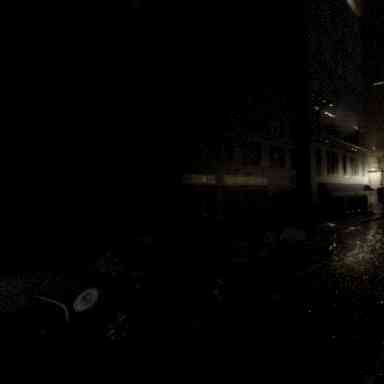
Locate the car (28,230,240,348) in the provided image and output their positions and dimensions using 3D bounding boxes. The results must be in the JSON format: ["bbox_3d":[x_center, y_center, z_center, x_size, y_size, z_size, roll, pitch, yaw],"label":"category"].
[{"bbox_3d":[-1.066,1.678,6.760,1.967,1.590,4.097,-4,-3,40],"label":"car"}]

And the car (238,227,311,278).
[{"bbox_3d":[2.555,1.835,11.013,1.802,1.307,4.206,-4,-3,40],"label":"car"}]
